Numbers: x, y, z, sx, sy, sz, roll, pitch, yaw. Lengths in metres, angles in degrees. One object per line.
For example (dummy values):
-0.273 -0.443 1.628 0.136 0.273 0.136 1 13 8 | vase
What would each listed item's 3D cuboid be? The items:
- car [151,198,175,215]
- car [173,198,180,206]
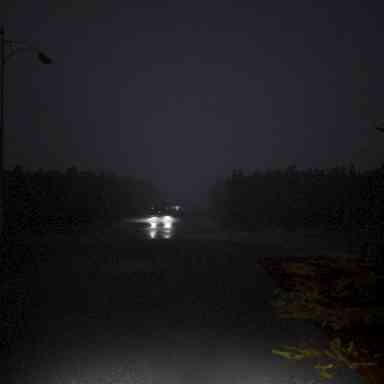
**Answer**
-3.133 1.639 34.530 1.895 1.301 4.718 0 0 0 | car
-3.157 1.775 60.753 2.128 1.511 4.902 0 -1 0 | car
